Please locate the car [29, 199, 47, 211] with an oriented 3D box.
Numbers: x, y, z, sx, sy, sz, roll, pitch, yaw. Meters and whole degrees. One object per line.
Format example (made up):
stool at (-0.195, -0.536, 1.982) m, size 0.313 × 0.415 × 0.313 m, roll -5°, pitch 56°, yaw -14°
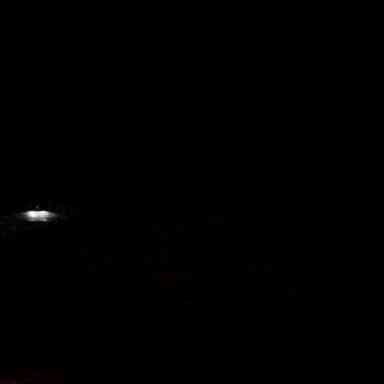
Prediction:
car at (-19.912, 1.616, 43.224) m, size 2.128 × 1.511 × 4.902 m, roll 1°, pitch 0°, yaw -22°
